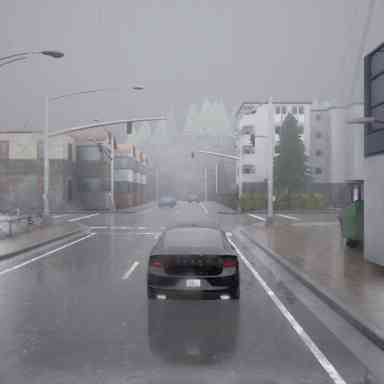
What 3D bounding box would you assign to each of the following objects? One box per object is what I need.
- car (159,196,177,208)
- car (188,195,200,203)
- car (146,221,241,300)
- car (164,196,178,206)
[{"bbox_3d":[-3.609,1.477,47.401,1.882,1.535,5.008,0,0,0],"label":"car"},{"bbox_3d":[0.470,1.353,69.707,2.097,1.767,4.553,0,0,7],"label":"car"},{"bbox_3d":[0.047,1.478,8.434,1.882,1.535,5.008,0,0,1],"label":"car"},{"bbox_3d":[-3.591,1.491,57.752,2.128,1.511,4.902,0,0,0],"label":"car"}]
